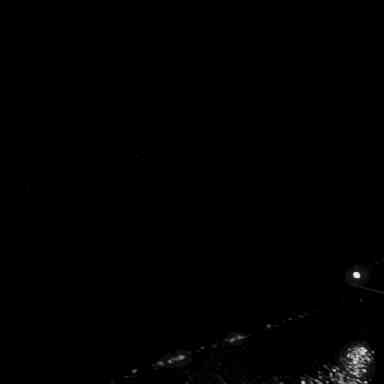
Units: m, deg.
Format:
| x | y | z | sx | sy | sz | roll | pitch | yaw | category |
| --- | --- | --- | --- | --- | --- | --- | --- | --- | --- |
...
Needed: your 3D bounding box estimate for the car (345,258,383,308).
| x | y | z | sx | sy | sz | roll | pitch | yaw | category |
| --- | --- | --- | --- | --- | --- | --- | --- | --- | --- |
| 5.184 | 1.610 | 6.753 | 4.718 | 1.301 | 1.895 | 0 | 0 | -35 | car |
